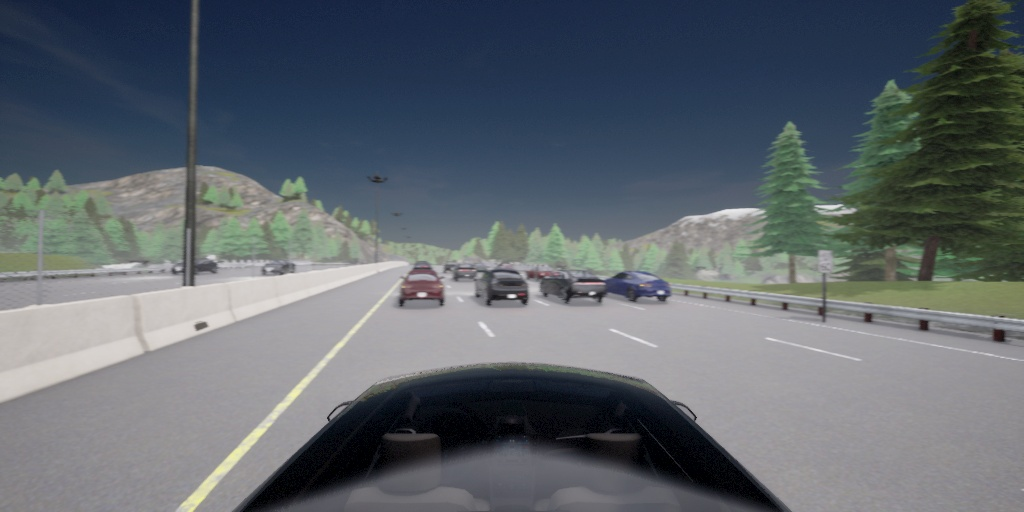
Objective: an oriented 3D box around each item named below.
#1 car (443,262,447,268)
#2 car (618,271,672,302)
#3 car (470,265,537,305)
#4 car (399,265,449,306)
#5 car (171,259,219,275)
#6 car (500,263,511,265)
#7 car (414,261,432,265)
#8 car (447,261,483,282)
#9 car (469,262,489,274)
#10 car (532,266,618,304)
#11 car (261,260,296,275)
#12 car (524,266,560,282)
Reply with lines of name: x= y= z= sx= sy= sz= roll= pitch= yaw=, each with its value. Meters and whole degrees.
car: x=-7.757 y=1.412 z=45.620 sx=1.882 sy=1.535 sz=5.008 roll=1 pitch=0 yaw=-14
car: x=6.198 y=1.482 z=18.499 sx=1.812 sy=1.442 sz=4.674 roll=1 pitch=0 yaw=-14
car: x=-0.574 y=1.353 z=16.730 sx=1.837 sy=1.490 sz=4.892 roll=1 pitch=0 yaw=-14
car: x=-3.988 y=1.313 z=15.959 sx=1.812 sy=1.442 sz=4.674 roll=1 pitch=0 yaw=-14
car: x=-30.176 y=1.002 z=34.246 sx=2.128 sy=1.511 sz=4.902 roll=1 pitch=-1 yaw=-14
car: x=-0.752 y=1.548 z=31.942 sx=1.895 sy=1.301 sz=4.718 roll=1 pitch=0 yaw=-14
car: x=-7.588 y=1.324 z=30.443 sx=2.128 sy=1.511 sz=4.902 roll=1 pitch=0 yaw=-14
car: x=-4.191 y=1.382 z=31.284 sx=2.128 sy=1.511 sz=4.902 roll=1 pitch=0 yaw=-14
car: x=-4.362 y=1.556 z=46.463 sx=1.994 sy=1.385 sz=4.181 roll=1 pitch=0 yaw=-14
car: x=2.823 y=1.394 z=17.569 sx=2.128 sy=1.511 sz=4.902 roll=1 pitch=0 yaw=-14
car: x=-23.435 y=1.119 z=36.133 sx=2.128 sy=1.511 sz=4.902 roll=1 pitch=-1 yaw=-14
car: x=2.645 y=1.605 z=32.783 sx=1.895 sy=1.301 sz=4.718 roll=1 pitch=0 yaw=-14
